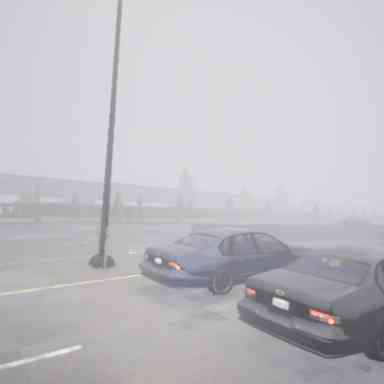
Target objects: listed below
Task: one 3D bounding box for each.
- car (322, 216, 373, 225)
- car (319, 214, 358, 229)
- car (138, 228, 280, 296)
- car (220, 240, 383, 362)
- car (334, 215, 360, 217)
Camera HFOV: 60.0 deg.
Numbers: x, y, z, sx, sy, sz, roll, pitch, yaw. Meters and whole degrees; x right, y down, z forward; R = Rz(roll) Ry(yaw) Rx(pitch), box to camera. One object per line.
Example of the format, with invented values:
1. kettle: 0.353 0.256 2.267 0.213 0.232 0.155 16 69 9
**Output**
1. car: 11.615 2.738 25.183 4.718 1.301 1.895 4 -3 -35
2. car: 16.480 3.336 37.245 4.674 1.442 1.812 4 -2 -35
3. car: 1.276 1.687 8.958 5.357 1.411 2.033 2 -1 -35
4. car: 3.271 1.686 6.082 5.357 1.411 2.033 2 -1 -35
5. car: 15.819 3.100 32.475 4.902 1.511 2.128 5 -3 -35
